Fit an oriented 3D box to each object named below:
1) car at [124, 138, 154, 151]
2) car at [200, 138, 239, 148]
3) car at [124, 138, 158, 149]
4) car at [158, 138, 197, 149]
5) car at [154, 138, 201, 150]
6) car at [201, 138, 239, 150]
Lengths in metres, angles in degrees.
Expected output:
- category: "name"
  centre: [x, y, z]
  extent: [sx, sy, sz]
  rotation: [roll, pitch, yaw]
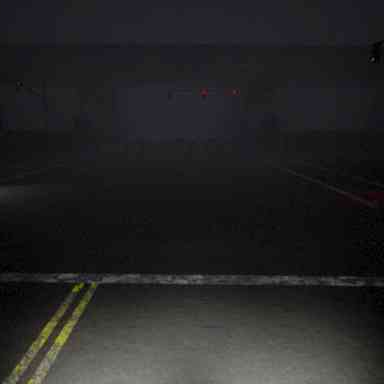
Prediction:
- category: "car"
  centre: [-6.446, -6.039, 42.103]
  extent: [4.974, 1.542, 2.038]
  rotation: [10, 15, 44]
- category: "car"
  centre: [3.499, -6.321, 42.665]
  extent: [4.536, 1.218, 1.853]
  rotation: [6, 12, 29]
- category: "car"
  centre: [-6.483, -6.201, 42.110]
  extent: [4.536, 1.218, 1.853]
  rotation: [10, 15, 44]
- category: "car"
  centre: [-1.797, -6.191, 42.012]
  extent: [4.536, 1.218, 1.853]
  rotation: [-7, 13, -34]
- category: "car"
  centre: [-1.839, -6.031, 42.011]
  extent: [4.974, 1.542, 2.038]
  rotation: [-7, 13, -34]
- category: "car"
  centre: [3.544, -6.161, 42.669]
  extent: [4.974, 1.542, 2.038]
  rotation: [6, 12, 29]
